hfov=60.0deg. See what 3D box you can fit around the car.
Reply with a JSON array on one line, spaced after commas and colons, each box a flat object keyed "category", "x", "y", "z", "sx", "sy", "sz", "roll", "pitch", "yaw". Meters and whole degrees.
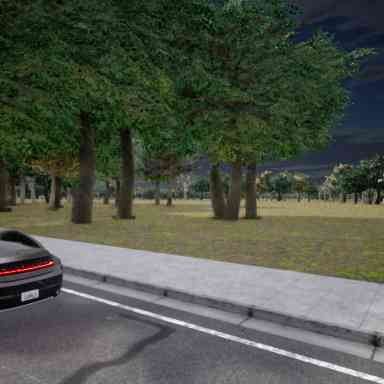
[{"category": "car", "x": -4.727, "y": 1.513, "z": 7.069, "sx": 4.892, "sy": 1.490, "sz": 1.837, "roll": 0, "pitch": 0, "yaw": 35}]
